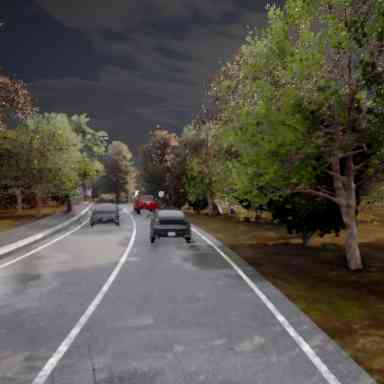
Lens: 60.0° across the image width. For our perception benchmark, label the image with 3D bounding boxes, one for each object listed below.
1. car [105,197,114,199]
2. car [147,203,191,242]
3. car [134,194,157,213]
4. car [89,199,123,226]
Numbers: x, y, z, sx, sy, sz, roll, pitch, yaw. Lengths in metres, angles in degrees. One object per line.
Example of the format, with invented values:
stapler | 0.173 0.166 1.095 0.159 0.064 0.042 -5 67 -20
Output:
car | -15.562 1.551 62.754 1.895 1.301 4.718 1 -1 -14
car | -1.152 1.525 16.489 1.837 1.490 4.892 1 0 -7
car | -5.130 1.240 36.523 2.150 2.045 5.566 1 0 -14
car | -5.928 1.486 23.098 1.837 1.490 4.892 1 0 -11
